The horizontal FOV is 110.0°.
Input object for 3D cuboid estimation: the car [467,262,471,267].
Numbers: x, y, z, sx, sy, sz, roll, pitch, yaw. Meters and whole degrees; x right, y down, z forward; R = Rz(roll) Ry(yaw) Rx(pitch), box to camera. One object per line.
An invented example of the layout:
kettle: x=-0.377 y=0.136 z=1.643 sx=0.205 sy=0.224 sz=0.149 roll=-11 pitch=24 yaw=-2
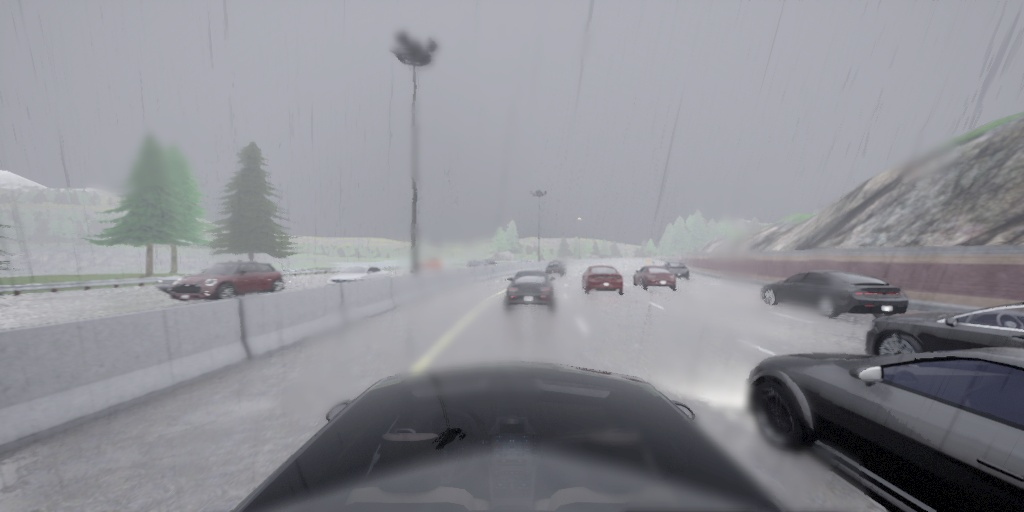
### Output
car: x=-5.985 y=1.365 z=60.977 sx=1.994 sy=1.385 sz=4.181 roll=0 pitch=0 yaw=21

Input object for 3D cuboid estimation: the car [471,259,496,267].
car: x=-4.030 y=1.292 z=56.178 sx=2.128 sy=1.511 sz=4.902 roll=0 pitch=0 yaw=20

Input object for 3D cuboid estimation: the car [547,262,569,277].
car: x=4.528 y=1.304 z=35.955 sx=1.837 sy=1.490 sz=4.892 roll=0 pitch=0 yaw=14

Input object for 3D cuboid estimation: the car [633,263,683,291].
car: x=8.854 y=1.320 z=22.462 sx=1.812 sy=1.442 sz=4.674 roll=0 pitch=0 yaw=9

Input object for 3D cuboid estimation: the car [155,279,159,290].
car: x=-16.426 y=1.331 z=19.766 sx=1.895 sy=1.301 sz=4.718 roll=0 pitch=0 yaw=7

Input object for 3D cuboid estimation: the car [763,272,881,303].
car: x=11.204 y=1.294 z=12.932 sx=1.837 sy=1.490 sz=4.892 roll=0 pitch=0 yaw=5

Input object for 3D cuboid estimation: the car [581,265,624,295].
car: x=5.010 y=1.260 z=20.244 sx=1.882 sy=1.535 sz=5.008 roll=0 pitch=0 yaw=8

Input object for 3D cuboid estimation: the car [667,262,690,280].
car: x=14.294 y=1.310 z=31.759 sx=2.128 sy=1.511 sz=4.902 roll=0 pitch=0 yaw=13

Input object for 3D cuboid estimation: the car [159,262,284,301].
car: x=-13.171 y=1.087 z=16.943 sx=2.097 sy=1.767 sz=4.553 roll=0 pitch=0 yaw=6

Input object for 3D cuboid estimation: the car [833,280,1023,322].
car: x=7.216 y=1.262 z=4.390 sx=2.128 sy=1.511 sz=4.902 roll=0 pitch=0 yaw=1

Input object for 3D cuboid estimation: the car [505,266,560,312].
car: x=0.792 y=1.292 z=14.254 sx=1.812 sy=1.442 sz=4.674 roll=0 pitch=0 yaw=5

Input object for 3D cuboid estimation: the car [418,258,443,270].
car: x=-12.258 y=1.131 z=53.767 sx=2.097 sy=1.767 sz=4.553 roll=0 pitch=0 yaw=19

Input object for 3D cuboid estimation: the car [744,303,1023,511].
car: x=3.701 y=1.324 z=2.472 sx=1.994 sy=1.385 sz=4.181 roll=0 pitch=0 yaw=0

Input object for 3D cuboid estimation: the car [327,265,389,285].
car: x=-9.120 y=1.276 z=21.733 sx=1.812 sy=1.442 sz=4.674 roll=0 pitch=0 yaw=8

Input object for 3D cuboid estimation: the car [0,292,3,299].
car: x=-20.702 y=1.258 z=11.362 sx=2.033 sy=1.411 sz=5.357 roll=0 pitch=0 yaw=3

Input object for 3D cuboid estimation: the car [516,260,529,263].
car: x=1.755 y=1.369 z=61.669 sx=2.033 sy=1.411 sz=5.357 roll=0 pitch=0 yaw=21
